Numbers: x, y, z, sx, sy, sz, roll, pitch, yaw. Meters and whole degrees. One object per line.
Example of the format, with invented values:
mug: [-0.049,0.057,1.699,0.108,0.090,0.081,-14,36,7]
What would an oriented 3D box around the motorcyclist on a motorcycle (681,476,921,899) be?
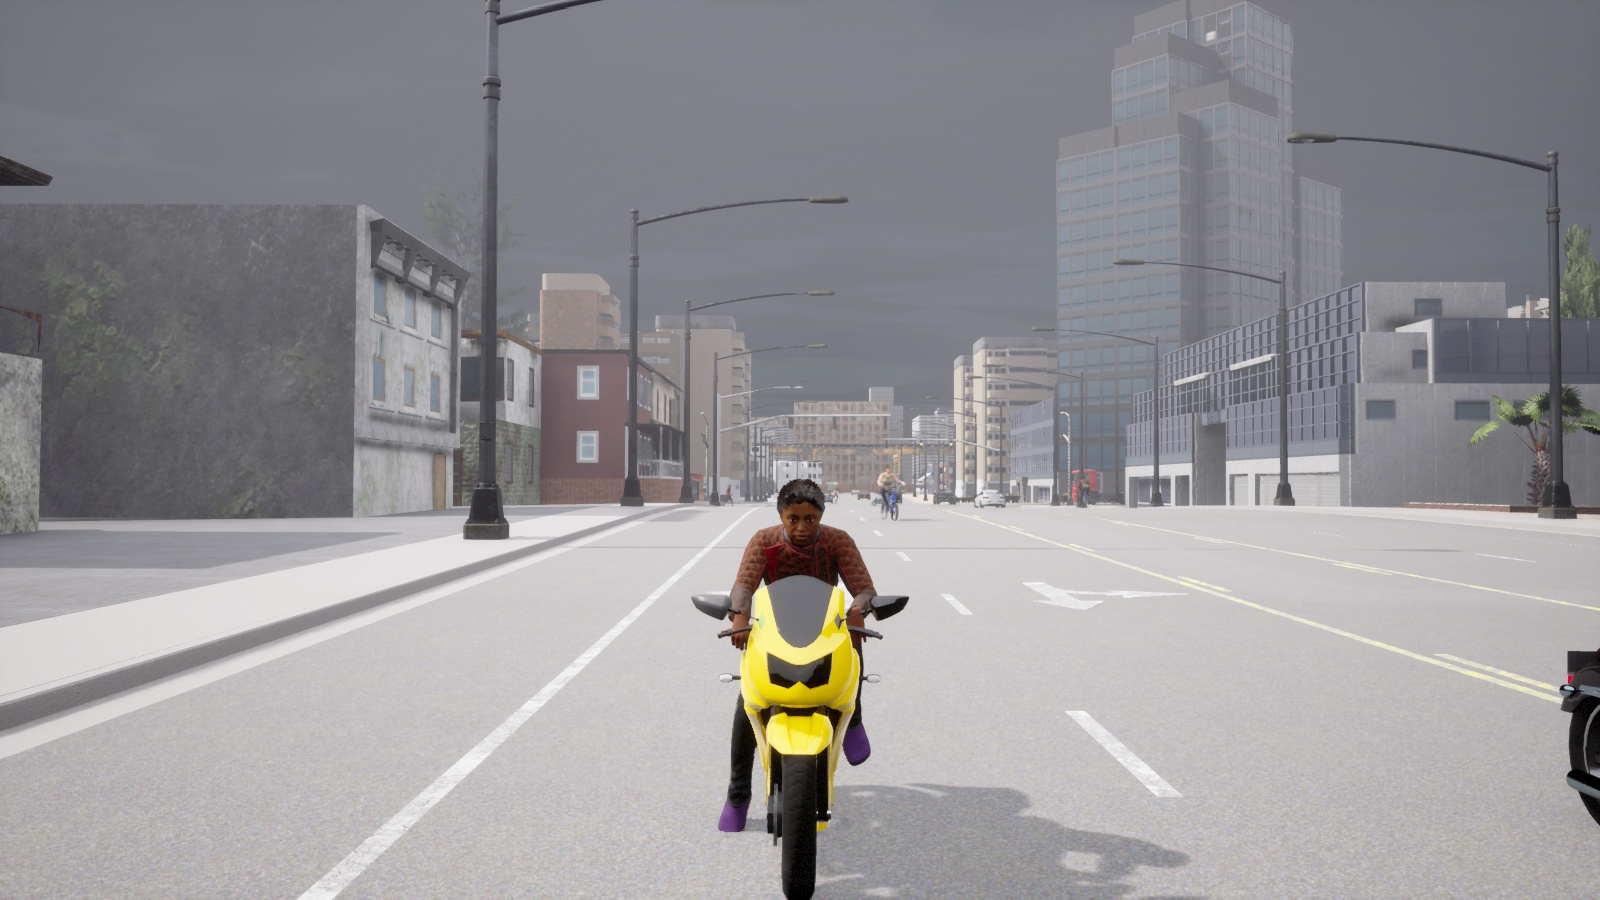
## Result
motorcyclist on a motorcycle: [0.010,0.876,5.219,0.797,1.523,2.044,0,-1,0]

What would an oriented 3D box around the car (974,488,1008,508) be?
car: [14.162,3.577,93.469,1.812,1.442,4.674,0,-2,0]

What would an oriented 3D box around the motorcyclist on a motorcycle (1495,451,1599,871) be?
motorcyclist on a motorcycle: [3.517,0.821,4.476,0.766,1.649,2.350,0,-1,0]

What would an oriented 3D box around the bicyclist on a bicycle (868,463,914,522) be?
bicyclist on a bicycle: [2.551,1.167,35.285,0.866,1.612,1.509,0,-1,-13]
